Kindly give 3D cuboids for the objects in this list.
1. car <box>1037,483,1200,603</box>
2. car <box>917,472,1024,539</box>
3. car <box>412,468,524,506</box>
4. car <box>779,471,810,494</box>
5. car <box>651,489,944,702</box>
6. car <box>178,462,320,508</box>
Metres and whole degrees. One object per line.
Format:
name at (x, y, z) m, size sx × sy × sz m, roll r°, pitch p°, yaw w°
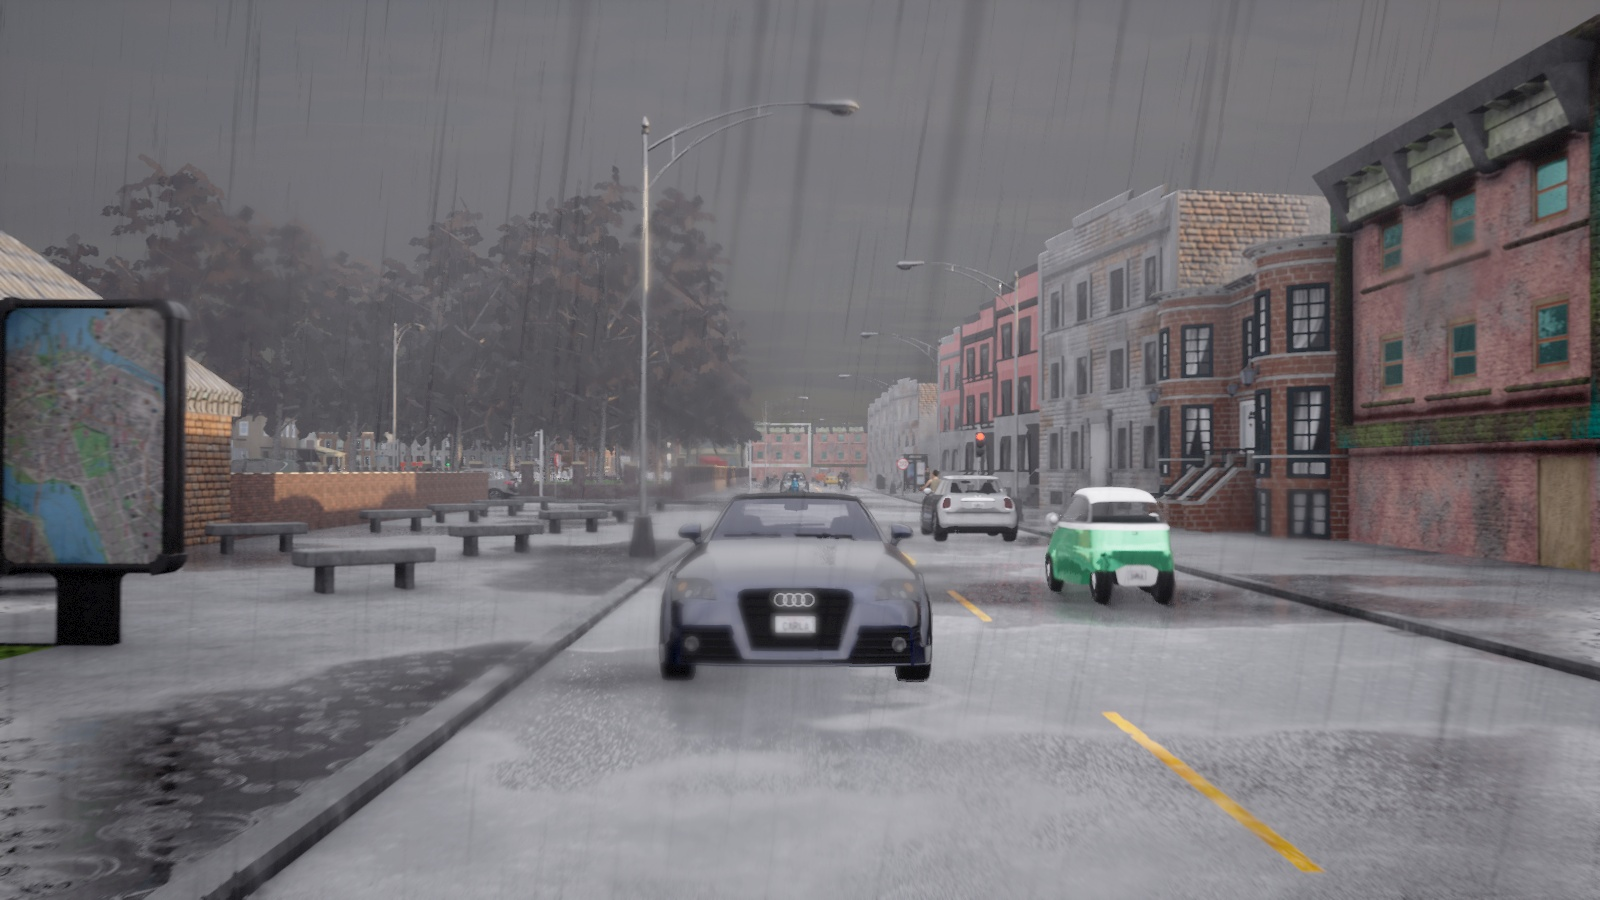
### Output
car at (3.961, 1.120, 15.897) m, size 1.481 × 1.376 × 2.207 m, roll 0°, pitch -1°, yaw 0°
car at (3.922, 1.259, 29.550) m, size 1.970 × 1.475 × 3.806 m, roll 0°, pitch -1°, yaw 0°
car at (-15.224, 1.687, 57.763) m, size 4.611 × 1.667 × 2.242 m, roll 0°, pitch -1°, yaw -2°
car at (-0.343, 2.172, 84.154) m, size 2.007 × 1.525 × 4.514 m, roll 0°, pitch -1°, yaw 0°
car at (-0.026, 1.057, 10.653) m, size 1.994 × 1.385 × 4.181 m, roll 0°, pitch -1°, yaw 0°
car at (-25.229, 1.600, 57.694) m, size 5.566 × 2.045 × 2.150 m, roll 0°, pitch -1°, yaw -2°
